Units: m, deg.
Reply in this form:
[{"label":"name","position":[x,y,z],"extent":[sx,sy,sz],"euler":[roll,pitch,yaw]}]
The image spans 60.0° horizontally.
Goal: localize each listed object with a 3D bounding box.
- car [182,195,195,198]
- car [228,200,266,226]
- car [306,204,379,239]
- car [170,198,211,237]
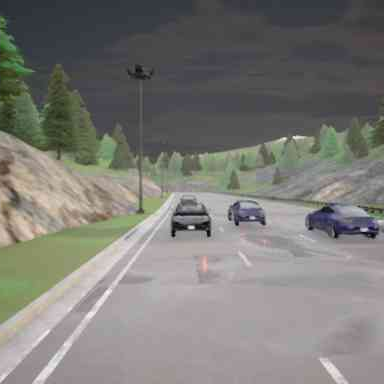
[{"label":"car","position":[-0.405,1.073,36.146],"extent":[1.812,1.442,4.674],"euler":[0,1,-2]},{"label":"car","position":[3.401,1.254,21.068],"extent":[1.812,1.442,4.674],"euler":[0,1,-1]},{"label":"car","position":[6.954,1.312,15.774],"extent":[1.812,1.442,4.674],"euler":[0,1,-1]},{"label":"car","position":[-0.058,1.281,16.810],"extent":[2.128,1.511,4.902],"euler":[0,1,-1]}]
